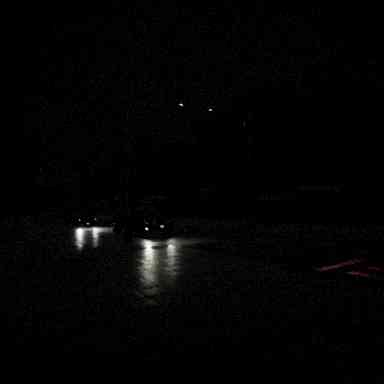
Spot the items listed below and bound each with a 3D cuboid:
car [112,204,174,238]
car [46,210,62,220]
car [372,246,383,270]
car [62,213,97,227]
[{"bbox_3d":[-3.448,1.841,22.205,2.150,2.045,5.566,0,-2,-37],"label":"car"},{"bbox_3d":[-21.534,3.597,52.478,1.994,1.385,4.181,0,-2,-36],"label":"car"},{"bbox_3d":[6.986,1.641,7.687,1.895,1.301,4.718,0,-1,-36],"label":"car"},{"bbox_3d":[-10.920,2.715,32.645,1.895,1.301,4.718,0,-2,-35],"label":"car"}]
